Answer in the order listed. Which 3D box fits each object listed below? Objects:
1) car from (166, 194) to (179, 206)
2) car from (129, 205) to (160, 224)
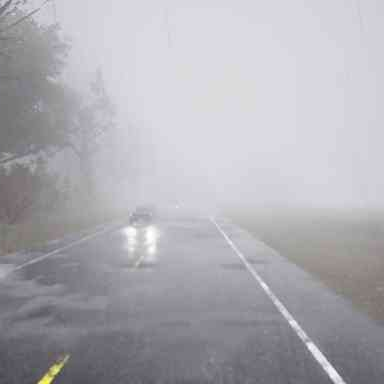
[{"bbox_3d":[-3.497,1.421,60.463,2.150,2.045,5.566,0,1,0],"label":"car"},{"bbox_3d":[-3.596,1.694,25.627,1.895,1.301,4.718,0,0,0],"label":"car"}]
